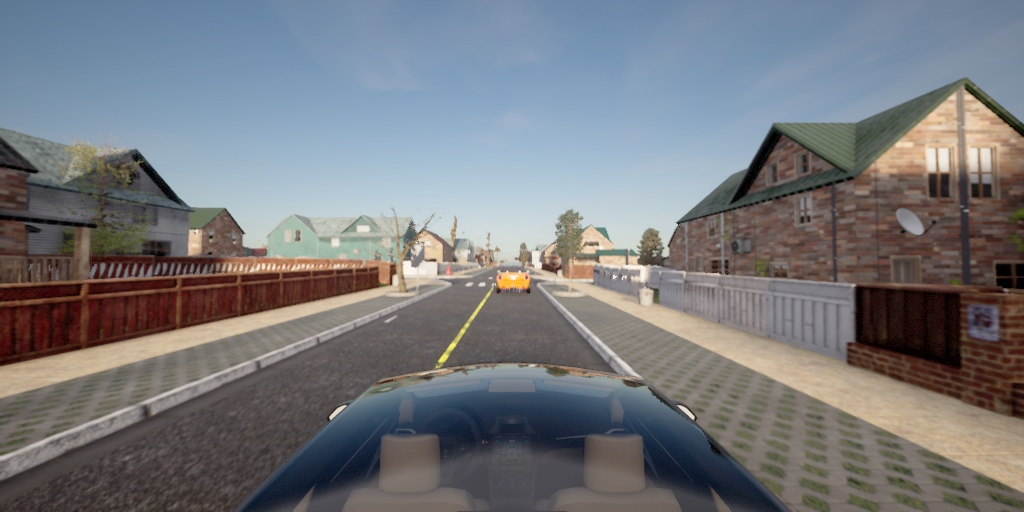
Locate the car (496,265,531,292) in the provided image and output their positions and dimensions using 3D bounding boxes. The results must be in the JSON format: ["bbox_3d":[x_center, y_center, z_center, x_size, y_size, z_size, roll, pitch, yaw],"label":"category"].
[{"bbox_3d":[0.093,1.362,23.540,2.097,1.767,4.553,0,-1,0],"label":"car"}]
